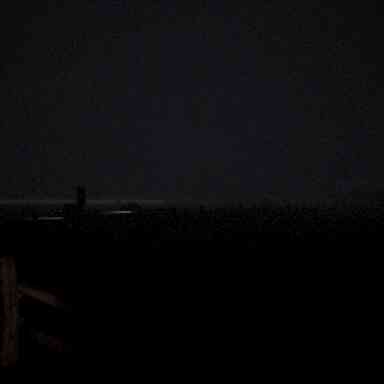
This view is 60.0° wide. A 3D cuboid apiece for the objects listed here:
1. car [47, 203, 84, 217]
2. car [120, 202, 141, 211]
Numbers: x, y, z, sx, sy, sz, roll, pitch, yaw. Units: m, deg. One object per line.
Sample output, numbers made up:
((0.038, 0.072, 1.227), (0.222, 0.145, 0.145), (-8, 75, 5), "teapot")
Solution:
((-13.549, 1.927, 35.978), (1.812, 1.442, 4.674), (-1, -1, 15), "car")
((-9.350, 2.196, 50.722), (1.994, 1.385, 4.181), (-1, -1, 17), "car")
